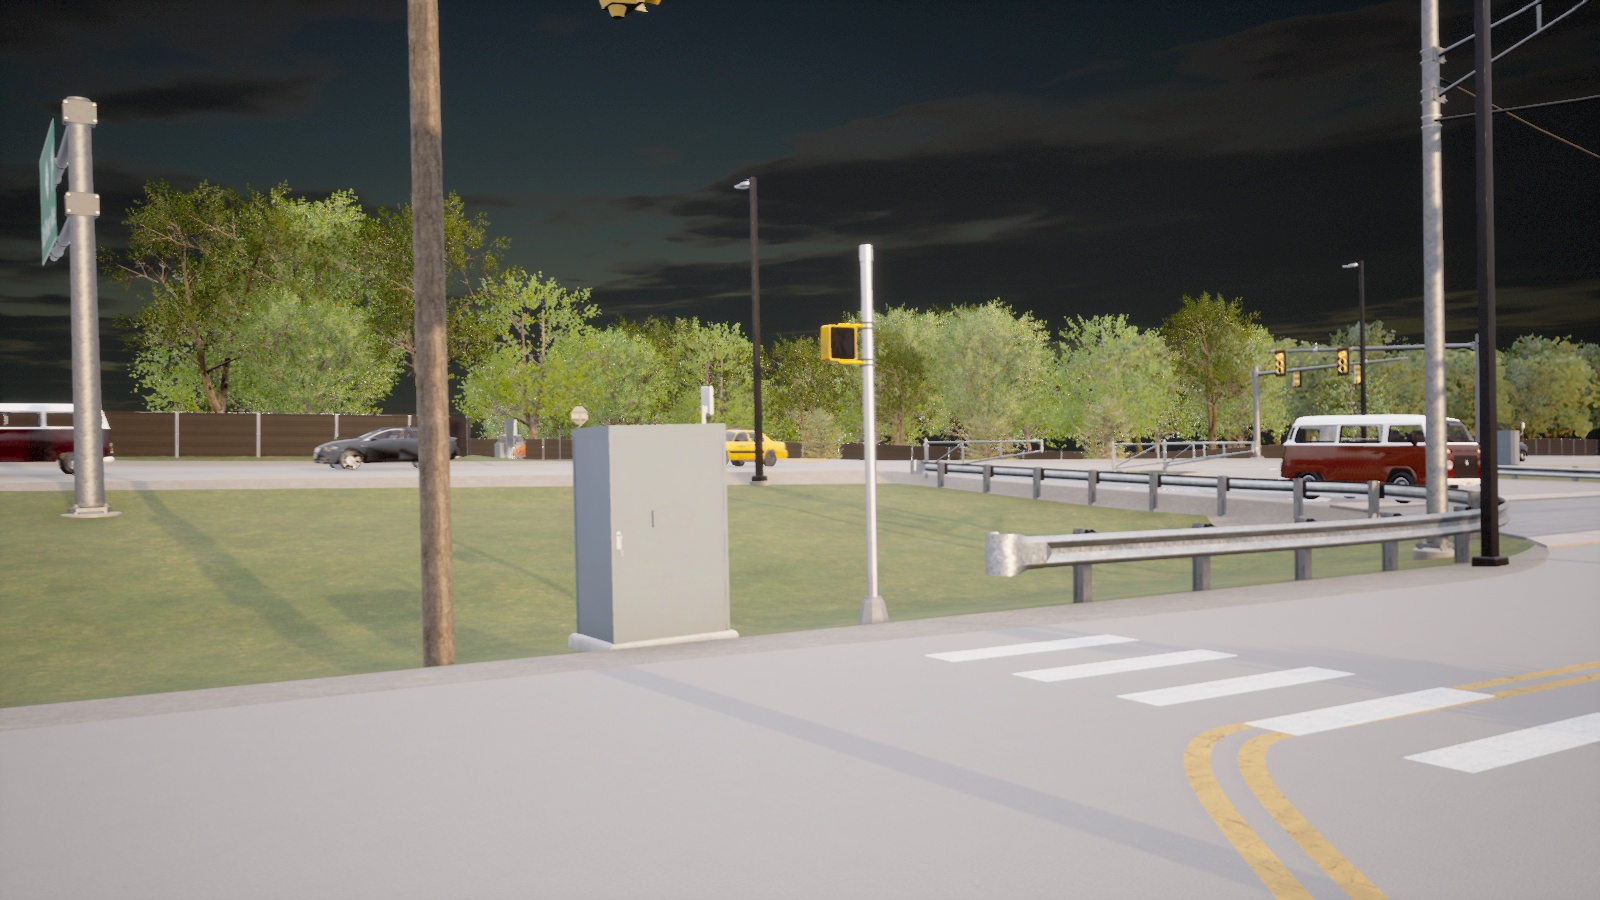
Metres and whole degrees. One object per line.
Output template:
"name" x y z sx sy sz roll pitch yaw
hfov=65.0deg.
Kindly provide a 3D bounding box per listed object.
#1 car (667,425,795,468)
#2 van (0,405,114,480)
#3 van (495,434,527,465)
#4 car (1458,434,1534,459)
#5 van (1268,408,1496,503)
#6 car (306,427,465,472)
"car" -2.569 -0.126 48.149 1.801 1.575 5.366 -1 0 38
"van" -21.840 -0.208 35.125 4.480 2.038 2.069 0 0 -33
"van" -19.949 -0.005 86.663 1.775 1.987 4.442 -2 0 -17
"car" 43.435 -0.217 78.305 4.902 1.511 2.128 0 0 -34
"van" 13.593 0.125 29.604 2.069 2.038 4.480 0 0 -30
"car" -14.539 -0.029 44.135 4.902 1.511 2.128 0 0 -33
